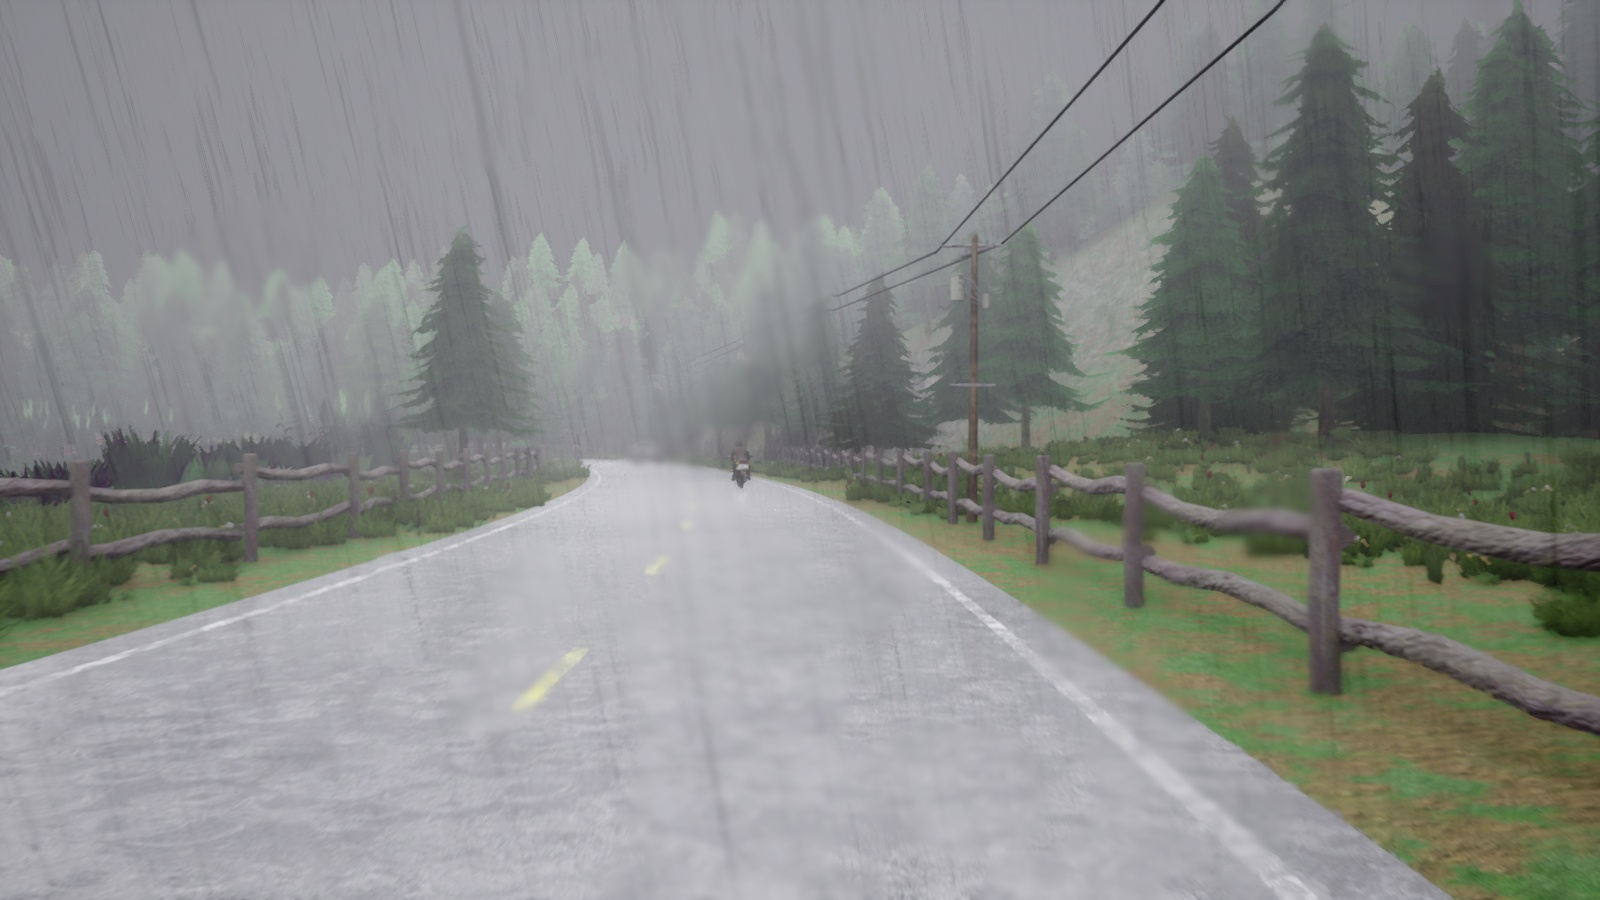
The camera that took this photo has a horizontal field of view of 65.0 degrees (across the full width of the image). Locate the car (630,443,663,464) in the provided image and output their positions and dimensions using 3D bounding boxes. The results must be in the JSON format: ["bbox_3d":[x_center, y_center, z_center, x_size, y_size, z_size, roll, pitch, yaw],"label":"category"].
[{"bbox_3d":[-10.908,0.239,89.223,1.970,1.475,3.806,0,0,-13],"label":"car"}]

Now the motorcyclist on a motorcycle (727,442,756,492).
[{"bbox_3d":[-1.861,0.521,39.571,0.797,1.523,2.044,0,0,-6],"label":"motorcyclist on a motorcycle"}]
